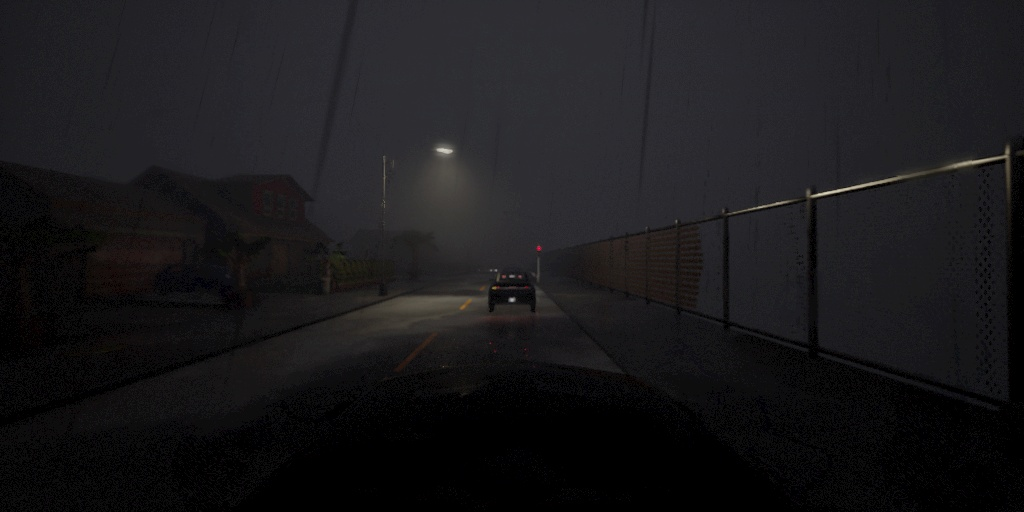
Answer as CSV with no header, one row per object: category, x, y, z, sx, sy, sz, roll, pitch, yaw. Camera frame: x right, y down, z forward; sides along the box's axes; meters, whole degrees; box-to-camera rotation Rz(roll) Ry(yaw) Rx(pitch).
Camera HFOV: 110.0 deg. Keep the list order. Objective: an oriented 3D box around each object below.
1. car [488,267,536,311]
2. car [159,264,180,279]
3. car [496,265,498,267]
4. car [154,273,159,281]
car,0.020,1.394,15.334,2.128,1.511,4.902,0,0,0
car,-43.495,1.699,42.931,4.902,1.511,2.128,0,-1,0
car,0.007,1.604,29.337,2.033,1.411,5.357,0,-1,0
car,-42.475,1.389,38.927,5.566,2.045,2.150,0,-1,0
